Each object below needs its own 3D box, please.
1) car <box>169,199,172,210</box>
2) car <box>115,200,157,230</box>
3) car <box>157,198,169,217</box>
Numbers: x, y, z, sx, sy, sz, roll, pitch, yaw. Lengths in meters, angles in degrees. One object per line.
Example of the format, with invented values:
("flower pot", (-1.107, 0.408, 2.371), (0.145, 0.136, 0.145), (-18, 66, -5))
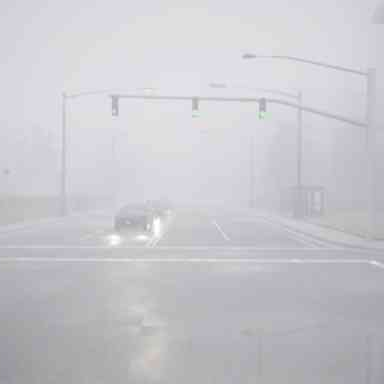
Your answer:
("car", (-3.615, 1.481, 42.282), (1.882, 1.535, 5.008), (1, 0, 0))
("car", (-3.616, 1.494, 21.412), (1.882, 1.535, 5.008), (1, 0, 0))
("car", (-3.625, 1.502, 31.315), (2.128, 1.511, 4.902), (1, 0, 0))
